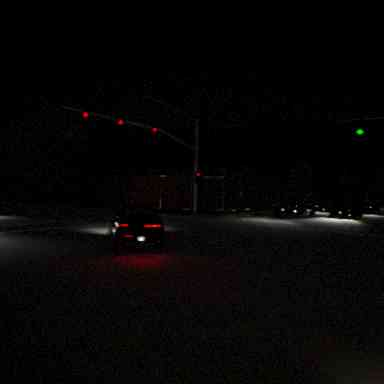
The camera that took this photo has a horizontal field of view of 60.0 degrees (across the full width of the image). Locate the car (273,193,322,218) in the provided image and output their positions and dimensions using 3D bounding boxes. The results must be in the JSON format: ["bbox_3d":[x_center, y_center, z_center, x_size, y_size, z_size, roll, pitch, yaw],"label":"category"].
[{"bbox_3d":[9.042,1.077,28.886,2.150,2.045,5.566,2,1,39],"label":"car"}]

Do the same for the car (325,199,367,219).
[{"bbox_3d":[13.333,1.516,28.668,1.994,1.385,4.181,2,1,39],"label":"car"}]

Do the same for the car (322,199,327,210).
[{"bbox_3d":[15.502,1.446,37.009,2.033,1.411,5.357,2,1,39],"label":"car"}]

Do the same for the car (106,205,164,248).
[{"bbox_3d":[-2.344,1.272,13.488,1.837,1.490,4.892,3,0,-16],"label":"car"}]

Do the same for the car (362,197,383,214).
[{"bbox_3d":[18.711,1.515,35.419,1.812,1.442,4.674,2,1,39],"label":"car"}]

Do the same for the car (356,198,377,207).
[{"bbox_3d":[26.900,1.578,51.238,1.895,1.301,4.718,2,1,39],"label":"car"}]
